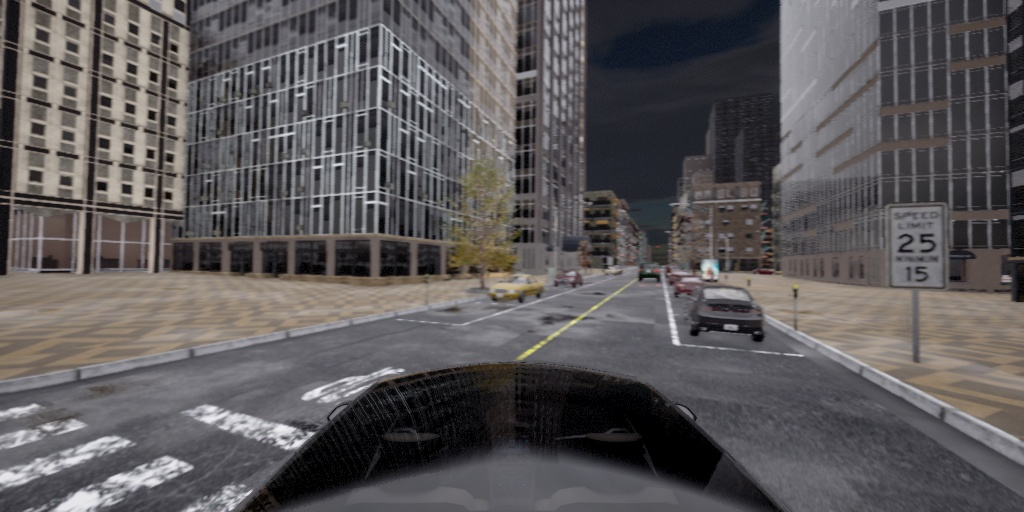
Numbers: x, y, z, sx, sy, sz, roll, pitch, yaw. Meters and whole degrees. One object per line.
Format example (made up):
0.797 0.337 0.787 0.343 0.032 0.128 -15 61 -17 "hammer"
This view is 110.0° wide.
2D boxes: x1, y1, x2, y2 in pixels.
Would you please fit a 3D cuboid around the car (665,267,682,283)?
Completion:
14.526 1.917 31.103 1.888 1.381 4.507 0 0 22 "car"

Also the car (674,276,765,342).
6.040 1.503 10.552 2.007 1.370 4.403 0 0 22 "car"

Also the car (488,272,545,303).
0.351 1.547 18.731 1.751 1.417 4.829 0 0 22 "car"

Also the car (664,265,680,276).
16.713 2.002 36.397 1.751 1.417 4.829 0 0 22 "car"

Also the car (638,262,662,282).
15.024 1.727 39.158 2.150 2.045 5.566 0 -1 23 "car"

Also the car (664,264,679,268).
20.890 2.002 46.515 2.192 1.841 5.009 0 0 22 "car"

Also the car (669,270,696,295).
10.283 1.744 20.827 1.802 1.307 4.207 0 0 22 "car"

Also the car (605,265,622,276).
15.201 2.282 54.697 1.751 1.417 4.829 0 0 22 "car"

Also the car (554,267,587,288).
4.658 1.813 29.165 1.802 1.307 4.207 0 0 22 "car"
